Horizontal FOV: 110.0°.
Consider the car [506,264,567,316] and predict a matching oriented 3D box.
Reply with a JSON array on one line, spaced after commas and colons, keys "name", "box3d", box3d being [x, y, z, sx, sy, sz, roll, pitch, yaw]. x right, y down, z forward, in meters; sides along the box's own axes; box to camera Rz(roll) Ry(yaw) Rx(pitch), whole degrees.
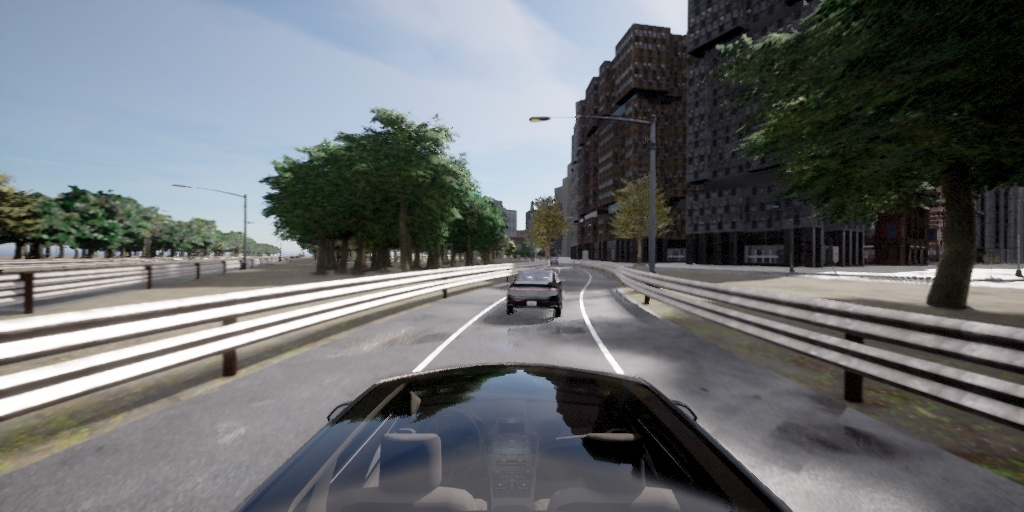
[{"name": "car", "box3d": [0.977, 1.246, 13.437, 2.128, 1.511, 4.902, 0, 0, 9]}]
